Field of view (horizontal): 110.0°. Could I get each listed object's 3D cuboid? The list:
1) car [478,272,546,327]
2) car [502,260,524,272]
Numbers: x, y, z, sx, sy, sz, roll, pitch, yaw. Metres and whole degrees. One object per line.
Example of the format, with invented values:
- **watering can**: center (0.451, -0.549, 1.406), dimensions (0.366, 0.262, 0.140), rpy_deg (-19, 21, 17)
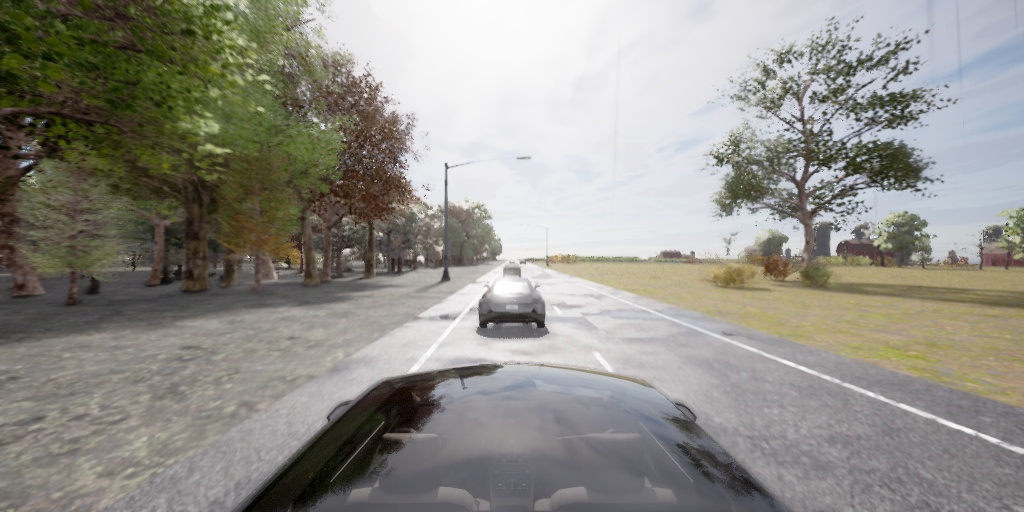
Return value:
- **car**: center (0.003, 1.389, 11.858), dimensions (1.994, 1.385, 4.181), rpy_deg (0, 0, 0)
- **car**: center (0.006, 1.499, 38.267), dimensions (1.882, 1.535, 5.008), rpy_deg (0, -1, 0)
